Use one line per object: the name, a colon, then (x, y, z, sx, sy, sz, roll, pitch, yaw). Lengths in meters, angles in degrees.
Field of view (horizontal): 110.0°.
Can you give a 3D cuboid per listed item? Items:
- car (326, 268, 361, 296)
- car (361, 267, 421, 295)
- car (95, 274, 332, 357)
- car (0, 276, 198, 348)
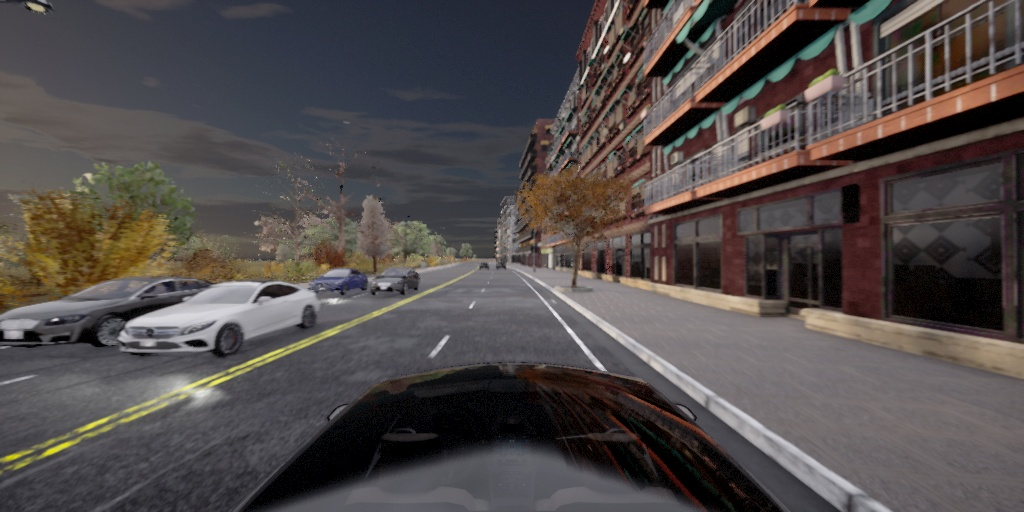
car: (-9.921, 1.444, 20.946, 1.812, 1.442, 4.674, 0, -1, -1)
car: (-6.671, 1.409, 21.005, 2.128, 1.511, 4.902, 0, -1, -1)
car: (-6.625, 1.339, 8.863, 1.812, 1.442, 4.674, 0, 0, 0)
car: (-9.880, 1.311, 9.555, 2.128, 1.511, 4.902, 0, 0, 0)
